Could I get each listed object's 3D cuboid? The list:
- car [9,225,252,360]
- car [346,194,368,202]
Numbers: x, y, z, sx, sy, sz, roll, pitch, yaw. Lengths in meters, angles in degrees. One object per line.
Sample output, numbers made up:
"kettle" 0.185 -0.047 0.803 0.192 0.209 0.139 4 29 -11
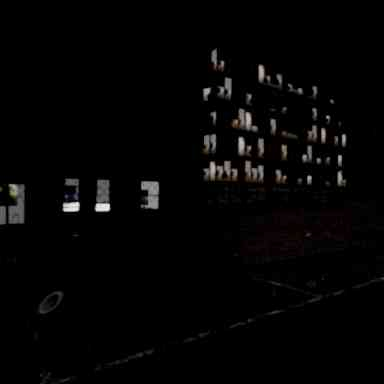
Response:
"car" -0.916 1.441 5.896 4.097 1.590 1.967 0 1 -35
"car" 40.179 1.521 80.954 2.192 1.841 5.009 1 -1 -35
